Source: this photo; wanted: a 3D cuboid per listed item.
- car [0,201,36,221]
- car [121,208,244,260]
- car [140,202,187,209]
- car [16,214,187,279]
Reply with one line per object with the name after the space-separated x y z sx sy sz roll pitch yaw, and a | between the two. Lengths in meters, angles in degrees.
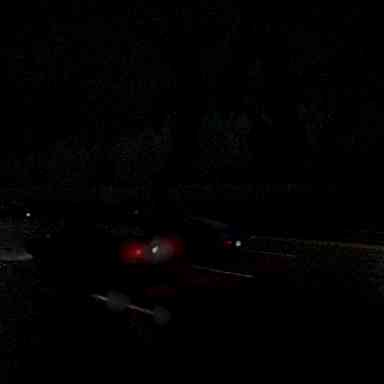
-14.899 1.541 27.792 4.892 1.490 1.837 0 0 37 | car
-0.300 1.535 12.517 4.674 1.442 1.812 0 0 37 | car
-2.046 1.368 18.202 4.553 1.767 2.097 0 0 37 | car
-2.952 1.558 10.137 5.357 1.411 2.033 0 0 37 | car
